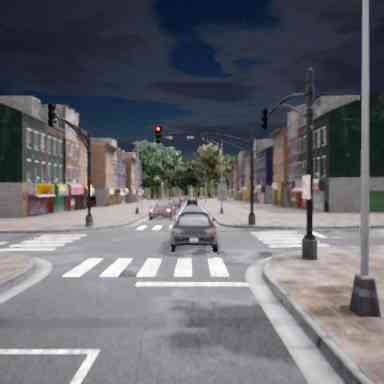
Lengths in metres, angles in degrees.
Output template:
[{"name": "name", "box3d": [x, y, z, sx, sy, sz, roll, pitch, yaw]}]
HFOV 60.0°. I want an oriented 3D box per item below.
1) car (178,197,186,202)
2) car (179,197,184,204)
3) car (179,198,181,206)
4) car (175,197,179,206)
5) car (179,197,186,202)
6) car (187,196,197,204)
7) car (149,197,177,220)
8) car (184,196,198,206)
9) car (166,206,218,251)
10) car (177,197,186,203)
[{"name": "car", "box3d": [-2.649, 1.946, 88.983, 1.947, 1.339, 4.313, -1, 0, 0]}, {"name": "car", "box3d": [-2.648, 1.738, 50.940, 1.887, 1.381, 4.507, -1, 0, 0]}, {"name": "car", "box3d": [-2.647, 1.711, 40.071, 1.947, 1.339, 4.313, -1, 0, 0]}, {"name": "car", "box3d": [-2.648, 1.562, 34.637, 1.967, 1.590, 4.097, -1, 0, 0]}, {"name": "car", "box3d": [-2.649, 1.991, 94.418, 1.802, 1.307, 4.206, -1, 0, 0]}, {"name": "car", "box3d": [-0.002, 1.655, 69.789, 2.033, 1.411, 5.357, 0, 0, 0]}, {"name": "car", "box3d": [-2.648, 1.540, 29.202, 1.967, 1.590, 4.097, -1, 0, 0]}, {"name": "car", "box3d": [0.049, 1.713, 59.965, 1.882, 1.535, 5.008, 0, 0, 0]}, {"name": "car", "box3d": [0.082, 1.571, 14.300, 1.812, 1.442, 4.674, 0, 0, 0]}, {"name": "car", "box3d": [-2.649, 1.902, 83.549, 2.008, 1.369, 4.403, -1, 0, 0]}]
